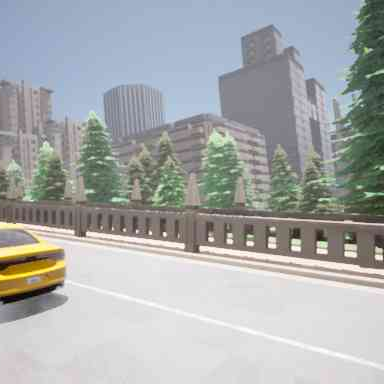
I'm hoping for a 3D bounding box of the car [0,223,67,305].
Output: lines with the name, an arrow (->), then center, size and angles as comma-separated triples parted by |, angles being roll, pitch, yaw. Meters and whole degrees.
car -> -4.884, 1.436, 7.490 | 5.008, 1.535, 1.882 | 0, 0, 36
